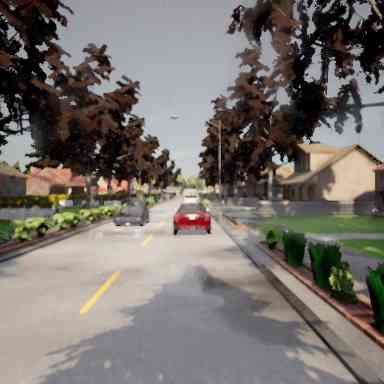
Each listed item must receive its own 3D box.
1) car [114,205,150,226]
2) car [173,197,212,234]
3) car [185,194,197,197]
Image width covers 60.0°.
[{"bbox_3d":[-4.121,1.665,23.917,2.033,1.411,5.357,0,0,0],"label":"car"},{"bbox_3d":[0.002,1.387,19.766,2.097,1.767,4.553,0,0,0],"label":"car"},{"bbox_3d":[-0.141,1.299,45.836,2.150,2.045,5.566,0,-1,0],"label":"car"}]
